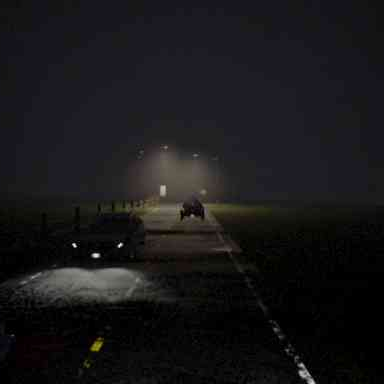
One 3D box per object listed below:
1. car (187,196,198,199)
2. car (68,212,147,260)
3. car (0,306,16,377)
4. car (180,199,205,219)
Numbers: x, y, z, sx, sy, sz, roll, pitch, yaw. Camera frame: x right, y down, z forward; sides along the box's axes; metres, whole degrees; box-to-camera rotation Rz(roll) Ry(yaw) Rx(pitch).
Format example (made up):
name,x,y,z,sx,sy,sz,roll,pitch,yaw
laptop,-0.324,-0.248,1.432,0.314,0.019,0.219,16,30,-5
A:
name,x,y,z,sx,sy,sz,roll,pitch,yaw
car,0.067,1.290,44.164,1.837,1.490,4.892,0,0,0
car,-2.846,1.491,12.523,2.033,1.411,5.357,0,0,0
car,-2.848,1.542,1.284,2.033,1.411,5.357,0,0,0
car,0.039,1.474,27.091,1.895,1.301,4.718,0,0,0
